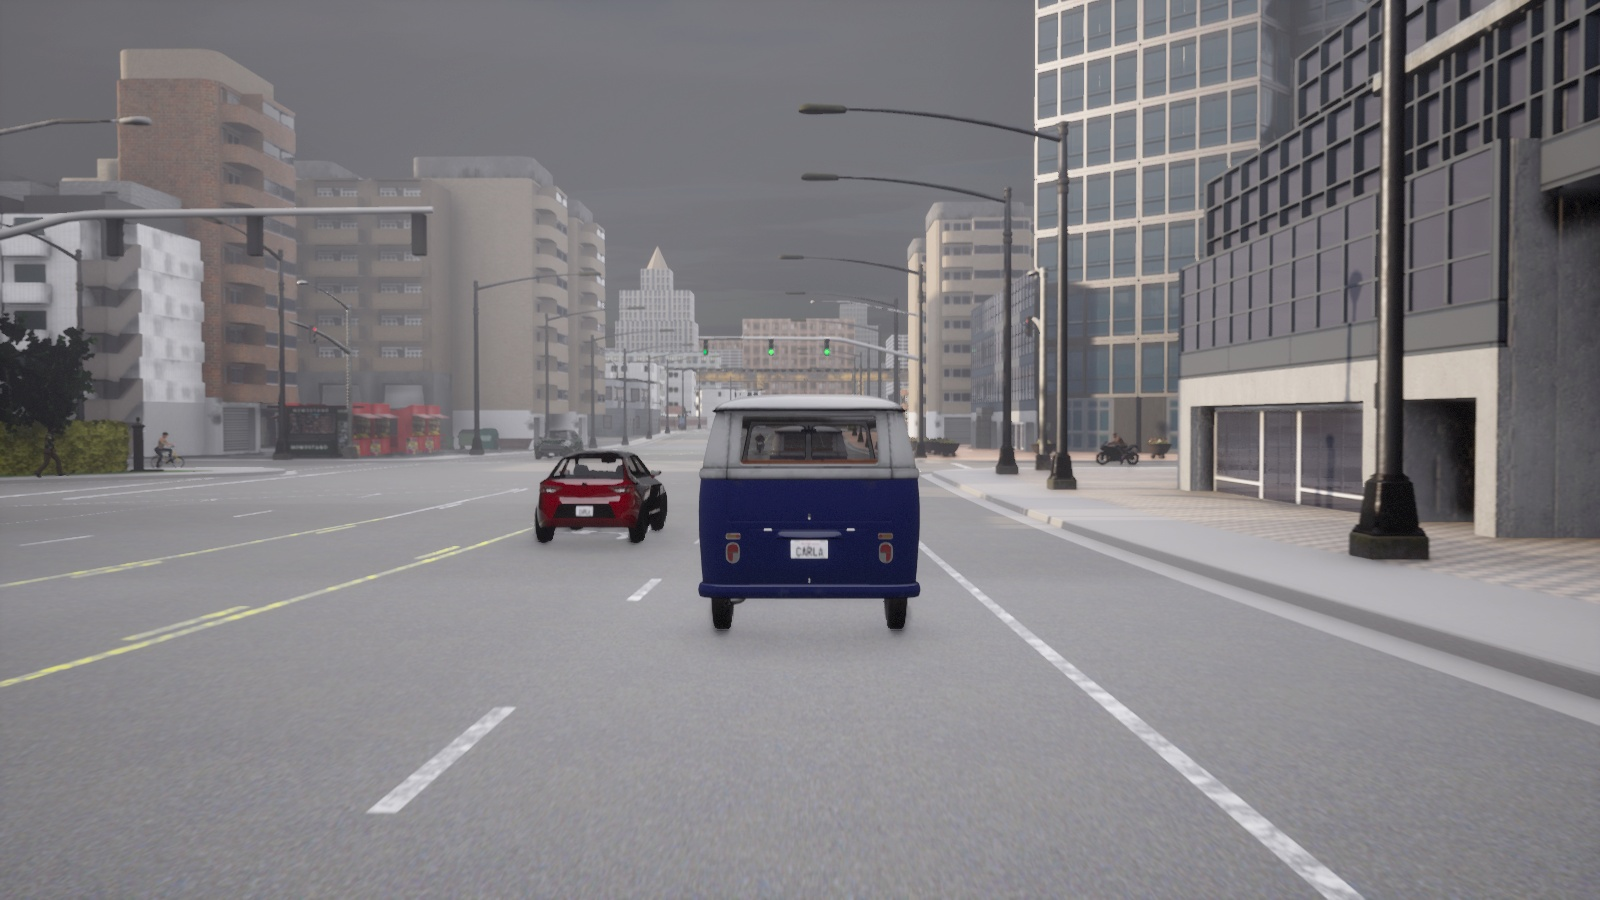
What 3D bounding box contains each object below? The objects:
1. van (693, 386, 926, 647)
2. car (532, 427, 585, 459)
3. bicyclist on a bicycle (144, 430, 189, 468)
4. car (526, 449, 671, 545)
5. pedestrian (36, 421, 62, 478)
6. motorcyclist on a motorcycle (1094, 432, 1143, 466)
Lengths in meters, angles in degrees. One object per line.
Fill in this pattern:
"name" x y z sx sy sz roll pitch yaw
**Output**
"van" 0.083 0.509 11.799 1.775 1.987 4.442 0 0 0
"car" -13.579 -0.424 70.767 2.097 1.767 4.553 0 1 0
"bicyclist on a bicycle" -27.660 -0.047 54.815 1.509 1.612 0.866 0 1 1
"car" -3.360 0.730 21.716 1.816 1.474 4.193 0 0 0
"pedestrian" -25.825 -0.031 43.202 0.692 1.930 0.395 -1 2 -42
"motorcyclist on a motorcycle" 14.626 -0.048 57.736 2.044 1.523 0.797 0 1 1
